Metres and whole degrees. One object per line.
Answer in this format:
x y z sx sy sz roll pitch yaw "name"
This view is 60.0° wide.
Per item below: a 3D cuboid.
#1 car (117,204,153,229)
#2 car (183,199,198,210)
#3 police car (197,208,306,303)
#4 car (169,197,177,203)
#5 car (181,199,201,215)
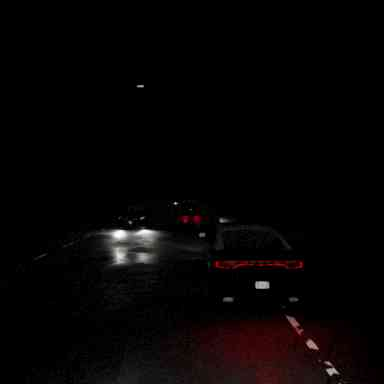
-3.659 1.535 21.990 1.812 1.442 4.674 0 0 0 "car"
-0.263 1.649 45.902 1.994 1.385 4.181 0 0 0 "car"
1.226 1.425 8.398 1.930 1.638 5.238 0 0 0 "police car"
-4.416 1.844 77.569 2.033 1.411 5.357 0 -1 -1 "car"
-0.101 1.533 35.190 2.128 1.511 4.902 0 0 0 "car"
